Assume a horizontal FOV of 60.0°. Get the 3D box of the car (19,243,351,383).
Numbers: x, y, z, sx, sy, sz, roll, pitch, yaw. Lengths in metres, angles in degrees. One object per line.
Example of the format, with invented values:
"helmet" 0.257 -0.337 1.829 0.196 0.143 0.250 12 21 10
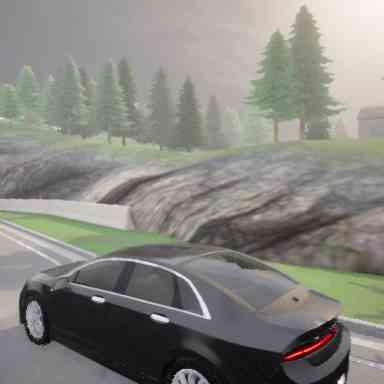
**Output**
"car" -0.528 1.472 4.563 4.892 1.490 1.837 1 1 38
